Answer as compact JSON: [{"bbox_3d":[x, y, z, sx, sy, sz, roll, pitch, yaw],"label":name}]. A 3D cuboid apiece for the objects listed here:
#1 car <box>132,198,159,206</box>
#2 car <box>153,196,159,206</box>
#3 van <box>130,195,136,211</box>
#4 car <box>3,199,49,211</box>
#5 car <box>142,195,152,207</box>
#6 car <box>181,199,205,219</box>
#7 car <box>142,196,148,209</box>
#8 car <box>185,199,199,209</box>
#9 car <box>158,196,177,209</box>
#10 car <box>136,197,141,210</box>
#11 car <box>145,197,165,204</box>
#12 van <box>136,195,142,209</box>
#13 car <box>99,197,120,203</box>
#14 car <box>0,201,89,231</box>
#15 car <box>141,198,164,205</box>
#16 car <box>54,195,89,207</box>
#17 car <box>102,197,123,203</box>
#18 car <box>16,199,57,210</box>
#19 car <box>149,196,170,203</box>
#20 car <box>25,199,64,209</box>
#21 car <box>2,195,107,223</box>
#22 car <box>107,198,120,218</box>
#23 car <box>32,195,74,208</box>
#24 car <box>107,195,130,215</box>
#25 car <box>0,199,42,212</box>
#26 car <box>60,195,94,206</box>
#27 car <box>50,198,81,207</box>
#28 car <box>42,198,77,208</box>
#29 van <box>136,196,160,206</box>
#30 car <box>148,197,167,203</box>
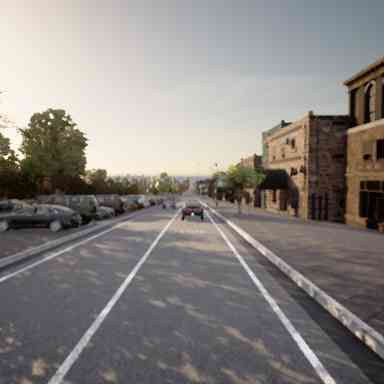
[{"bbox_3d":[-8.922,1.924,63.911,4.792,1.488,2.163,0,-1,0],"label":"car"},{"bbox_3d":[-8.879,1.823,58.309,5.008,1.535,2.097,0,-1,0],"label":"car"},{"bbox_3d":[-8.736,1.368,35.885,4.442,1.987,1.878,0,-1,0],"label":"van"},{"bbox_3d":[-21.937,1.675,44.158,5.008,1.535,2.097,0,-1,0],"label":"car"},{"bbox_3d":[-8.895,1.452,47.099,5.566,2.045,2.435,0,-1,0],"label":"car"},{"bbox_3d":[0.072,1.574,29.502,1.837,1.490,4.892,0,0,0],"label":"car"},{"bbox_3d":[-8.857,1.675,44.293,5.008,1.535,2.097,0,-1,0],"label":"car"},{"bbox_3d":[-0.006,1.848,53.450,2.033,1.411,5.357,0,-1,0],"label":"car"},{"bbox_3d":[-3.336,1.745,48.881,2.128,1.511,4.902,0,-1,0],"label":"car"},{"bbox_3d":[-8.850,1.622,38.687,4.892,1.521,2.231,0,-1,0],"label":"car"},{"bbox_3d":[-8.949,1.986,80.731,4.553,1.767,2.185,0,-1,0],"label":"car"},{"bbox_3d":[-8.975,1.423,41.491,4.442,1.987,1.878,0,-1,0],"label":"van"},{"bbox_3d":[-22.016,2.217,88.747,4.892,1.521,2.231,0,-1,0],"label":"car"},{"bbox_3d":[-8.845,1.475,19.068,4.892,1.521,2.231,0,0,0],"label":"car"},{"bbox_3d":[-8.904,2.039,75.124,5.008,1.535,2.097,0,-1,0],"label":"car"},{"bbox_3d":[-21.938,1.605,60.868,5.566,2.045,2.435,0,-1,0],"label":"car"},{"bbox_3d":[-21.829,2.249,91.524,5.366,1.575,1.946,0,-1,0],"label":"car"},{"bbox_3d":[-21.917,1.732,46.942,4.792,1.488,2.163,0,-1,0],"label":"car"},{"bbox_3d":[-8.906,2.005,91.945,5.566,2.045,2.435,0,-1,0],"label":"car"},{"bbox_3d":[-21.979,1.759,49.727,4.792,1.488,2.163,0,-1,0],"label":"car"},{"bbox_3d":[-8.878,1.235,21.870,5.566,2.045,2.435,0,0,0],"label":"car"},{"bbox_3d":[-8.855,1.521,27.473,4.892,1.521,2.231,0,0,0],"label":"car"},{"bbox_3d":[-21.927,1.507,52.513,5.566,2.045,2.435,0,-1,0],"label":"car"},{"bbox_3d":[-8.877,1.292,30.280,5.566,2.045,2.435,0,0,0],"label":"car"},{"bbox_3d":[-21.753,1.645,41.372,5.366,1.575,1.946,0,-1,0],"label":"car"},{"bbox_3d":[-21.943,1.639,63.529,5.566,2.045,2.435,0,-1,0],"label":"car"},{"bbox_3d":[-21.960,1.860,57.957,4.674,1.452,2.002,0,-1,0],"label":"car"},{"bbox_3d":[-21.954,1.790,55.297,5.008,1.535,2.097,0,-1,0],"label":"car"},{"bbox_3d":[-8.780,1.704,66.718,4.442,1.987,1.878,0,-1,0],"label":"van"},{"bbox_3d":[-8.895,2.058,86.338,4.553,1.767,2.185,0,-1,0],"label":"car"}]
